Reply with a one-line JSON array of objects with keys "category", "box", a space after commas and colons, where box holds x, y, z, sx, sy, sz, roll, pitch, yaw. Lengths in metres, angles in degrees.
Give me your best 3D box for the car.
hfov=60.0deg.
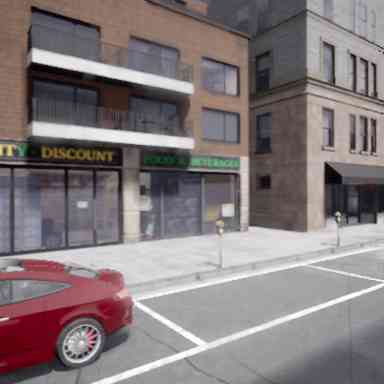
[{"category": "car", "box": [-2.799, 1.582, 4.191, 4.206, 1.307, 1.802, 0, 0, -35]}]
